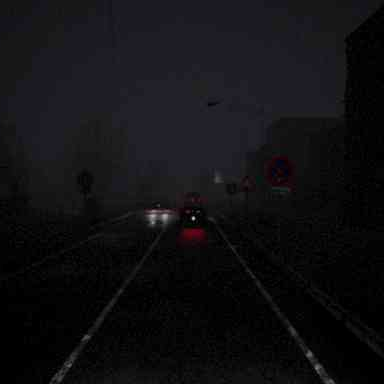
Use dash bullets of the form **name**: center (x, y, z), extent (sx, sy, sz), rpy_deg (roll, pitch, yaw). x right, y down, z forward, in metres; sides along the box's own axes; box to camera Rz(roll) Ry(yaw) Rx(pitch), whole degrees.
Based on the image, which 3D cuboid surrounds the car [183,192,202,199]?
- **car**: center (0.098, 0.942, 41.060), extent (2.150, 2.045, 5.566), rpy_deg (0, 1, 0)

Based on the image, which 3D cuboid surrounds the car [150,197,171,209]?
- **car**: center (-3.301, 1.212, 35.773), extent (2.033, 1.411, 5.357), rpy_deg (0, -5, 0)

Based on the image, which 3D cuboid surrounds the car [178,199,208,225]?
- **car**: center (0.102, 1.441, 23.494), extent (1.837, 1.490, 4.892), rpy_deg (0, 0, 0)
